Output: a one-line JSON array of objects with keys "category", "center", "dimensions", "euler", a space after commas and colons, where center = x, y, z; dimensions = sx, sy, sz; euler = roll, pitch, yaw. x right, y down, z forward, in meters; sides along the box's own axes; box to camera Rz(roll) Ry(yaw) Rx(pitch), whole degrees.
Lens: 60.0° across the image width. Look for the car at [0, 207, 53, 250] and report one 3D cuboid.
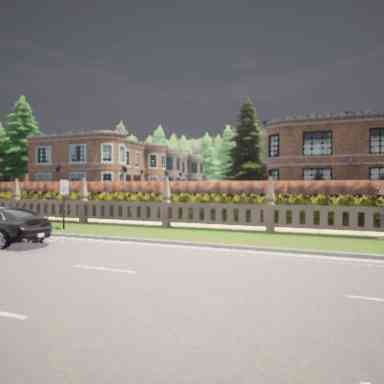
[{"category": "car", "center": [-7.986, 1.371, 13.555], "dimensions": [4.892, 1.490, 1.837], "euler": [1, 0, 22]}]
